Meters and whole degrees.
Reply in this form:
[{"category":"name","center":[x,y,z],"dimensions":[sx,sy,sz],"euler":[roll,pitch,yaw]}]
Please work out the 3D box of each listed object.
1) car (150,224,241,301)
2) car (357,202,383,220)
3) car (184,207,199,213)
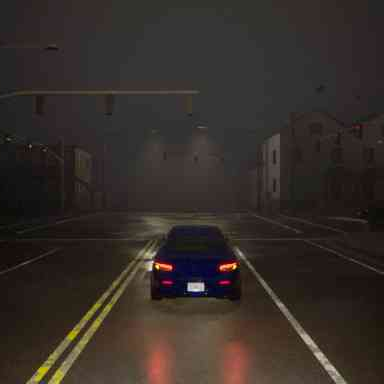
[{"category":"car","center":[0.087,1.526,8.219],"dimensions":[1.812,1.442,4.674],"euler":[0,0,0]},{"category":"car","center":[16.370,1.526,27.970],"dimensions":[4.674,1.442,1.812],"euler":[0,0,-1]},{"category":"car","center":[-0.083,2.793,44.819],"dimensions":[2.033,1.411,5.357],"euler":[-1,-8,3]}]
